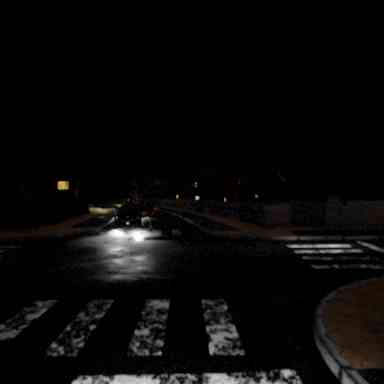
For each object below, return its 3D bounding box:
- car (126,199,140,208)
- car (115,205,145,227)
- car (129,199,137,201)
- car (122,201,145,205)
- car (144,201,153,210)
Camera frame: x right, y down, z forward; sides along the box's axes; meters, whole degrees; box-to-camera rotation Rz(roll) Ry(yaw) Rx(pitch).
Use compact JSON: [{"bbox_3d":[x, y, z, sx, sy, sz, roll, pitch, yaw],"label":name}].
[{"bbox_3d":[-12.193,2.247,68.092,2.097,1.767,4.553,0,-1,-20],"label":"car"},{"bbox_3d":[-4.715,1.865,25.025,1.895,1.301,4.718,0,-1,-8],"label":"car"},{"bbox_3d":[-9.080,2.116,48.010,1.812,1.442,4.674,0,-1,-14],"label":"car"},{"bbox_3d":[-6.548,1.984,36.426,1.994,1.385,4.181,0,-1,-11],"label":"car"},{"bbox_3d":[-7.283,2.167,52.628,1.812,1.442,4.674,0,-1,-15],"label":"car"}]
